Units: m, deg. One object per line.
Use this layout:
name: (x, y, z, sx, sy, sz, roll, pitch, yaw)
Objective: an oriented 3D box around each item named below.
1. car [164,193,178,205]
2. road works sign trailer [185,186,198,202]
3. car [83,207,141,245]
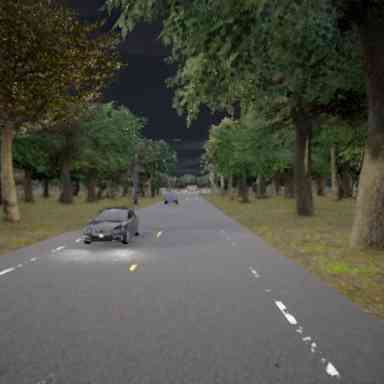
car: (-3.530, 1.112, 57.378, 2.150, 2.045, 5.566, 0, 0, 1)
road works sign trailer: (0.021, 0.309, 72.286, 2.380, 3.560, 2.880, 0, 0, 0)
car: (-3.594, 1.490, 15.581, 1.837, 1.490, 4.892, 0, 0, 0)
